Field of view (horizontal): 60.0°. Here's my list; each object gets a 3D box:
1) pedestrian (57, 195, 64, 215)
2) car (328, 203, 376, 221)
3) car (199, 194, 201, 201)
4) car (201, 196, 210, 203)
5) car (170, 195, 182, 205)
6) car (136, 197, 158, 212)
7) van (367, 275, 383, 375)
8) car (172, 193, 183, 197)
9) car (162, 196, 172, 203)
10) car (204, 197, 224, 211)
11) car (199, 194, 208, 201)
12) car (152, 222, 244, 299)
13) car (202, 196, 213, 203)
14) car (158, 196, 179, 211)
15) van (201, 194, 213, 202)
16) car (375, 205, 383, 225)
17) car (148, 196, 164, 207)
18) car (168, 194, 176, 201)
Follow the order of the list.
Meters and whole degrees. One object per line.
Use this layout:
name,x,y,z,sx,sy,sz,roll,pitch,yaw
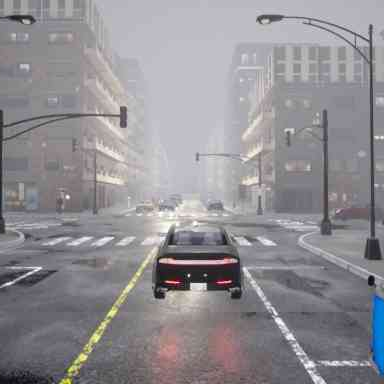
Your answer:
pedestrian,-12.464,1.217,31.355,0.375,1.860,0.375,0,-1,1
car,13.709,1.608,28.035,4.097,1.590,1.967,0,-1,1
car,2.867,1.552,68.259,1.752,1.417,4.829,1,0,0
car,2.879,1.612,73.732,1.802,1.307,4.206,1,0,0
car,-2.972,1.544,50.778,1.812,1.442,4.674,0,0,0
car,-5.581,1.539,39.726,1.752,1.417,4.829,1,0,0
van,2.679,1.342,1.930,1.690,1.788,3.998,1,0,0
car,-2.915,1.245,61.515,2.150,2.045,5.566,0,0,1
car,-5.500,1.574,73.752,1.887,1.381,4.507,1,0,0
car,2.799,1.580,39.877,1.947,1.339,4.313,1,0,0
car,2.911,1.351,85.017,2.192,1.841,5.009,1,0,0
car,0.121,1.494,8.419,2.128,1.511,4.902,0,0,0
car,2.812,1.567,45.519,2.008,1.369,4.403,1,0,0
car,-3.003,1.562,40.874,2.033,1.411,5.357,0,0,0
van,2.843,1.362,56.804,1.690,1.788,3.998,1,0,0
car,13.586,1.583,19.654,4.313,1.339,1.947,0,-1,1
car,-5.553,1.459,51.182,1.967,1.590,4.097,1,0,0
car,-5.458,1.480,90.680,1.967,1.590,4.097,1,0,0
